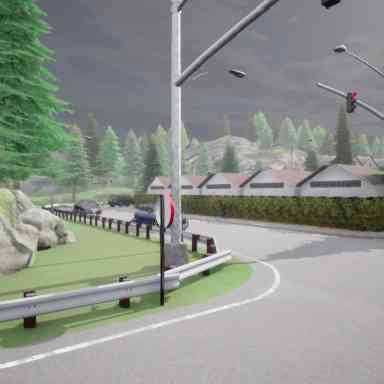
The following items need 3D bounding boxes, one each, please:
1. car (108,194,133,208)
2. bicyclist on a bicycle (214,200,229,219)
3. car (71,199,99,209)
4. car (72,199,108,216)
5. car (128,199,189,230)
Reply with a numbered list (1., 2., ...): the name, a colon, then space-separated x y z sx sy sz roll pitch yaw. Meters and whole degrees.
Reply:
1. car: -10.955 1.398 53.198 2.150 2.045 5.566 0 0 33
2. bicyclist on a bicycle: 2.525 1.494 28.091 1.656 1.620 0.582 0 0 -35
3. car: -16.287 1.778 50.642 1.994 1.385 4.181 0 0 18
4. car: -10.772 1.683 34.106 2.128 1.511 4.902 0 0 -34
5. car: -2.096 1.543 21.651 2.097 1.767 4.553 0 0 -35
